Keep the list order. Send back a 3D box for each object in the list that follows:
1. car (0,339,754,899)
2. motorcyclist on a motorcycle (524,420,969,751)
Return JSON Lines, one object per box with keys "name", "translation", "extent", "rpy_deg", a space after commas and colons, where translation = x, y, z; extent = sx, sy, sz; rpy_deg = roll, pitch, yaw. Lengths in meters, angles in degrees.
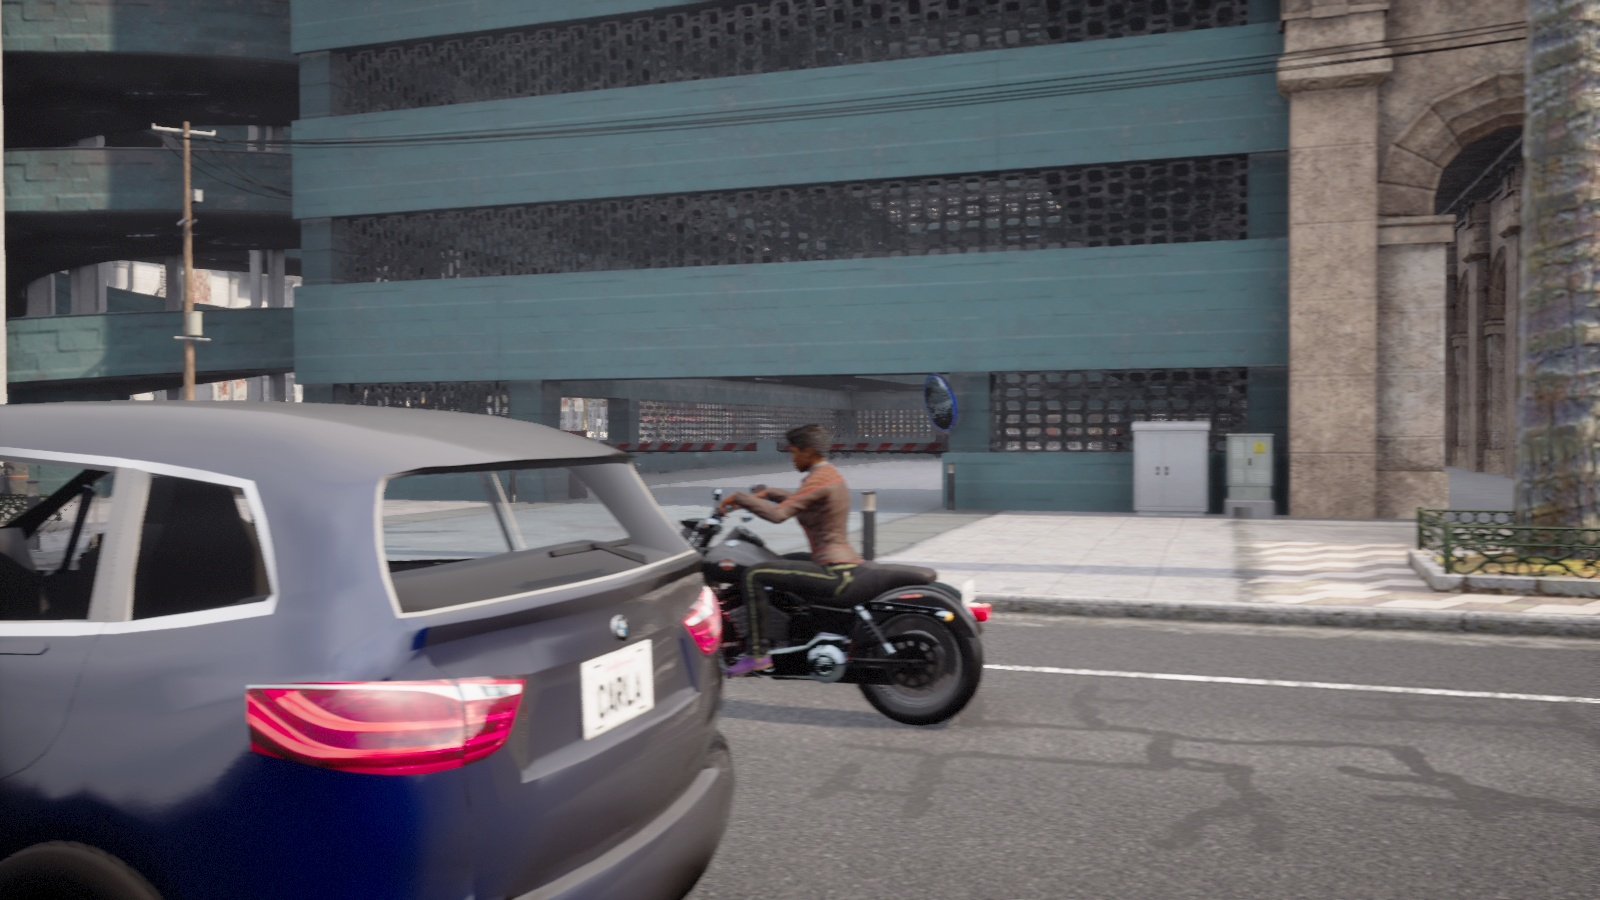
{"name": "car", "translation": [-2.707, 0.595, 4.102], "extent": [4.611, 1.667, 2.242], "rpy_deg": [1, 1, 19]}
{"name": "motorcyclist on a motorcycle", "translation": [-0.299, 0.664, 6.986], "extent": [2.350, 1.649, 0.766], "rpy_deg": [0, 1, 19]}
